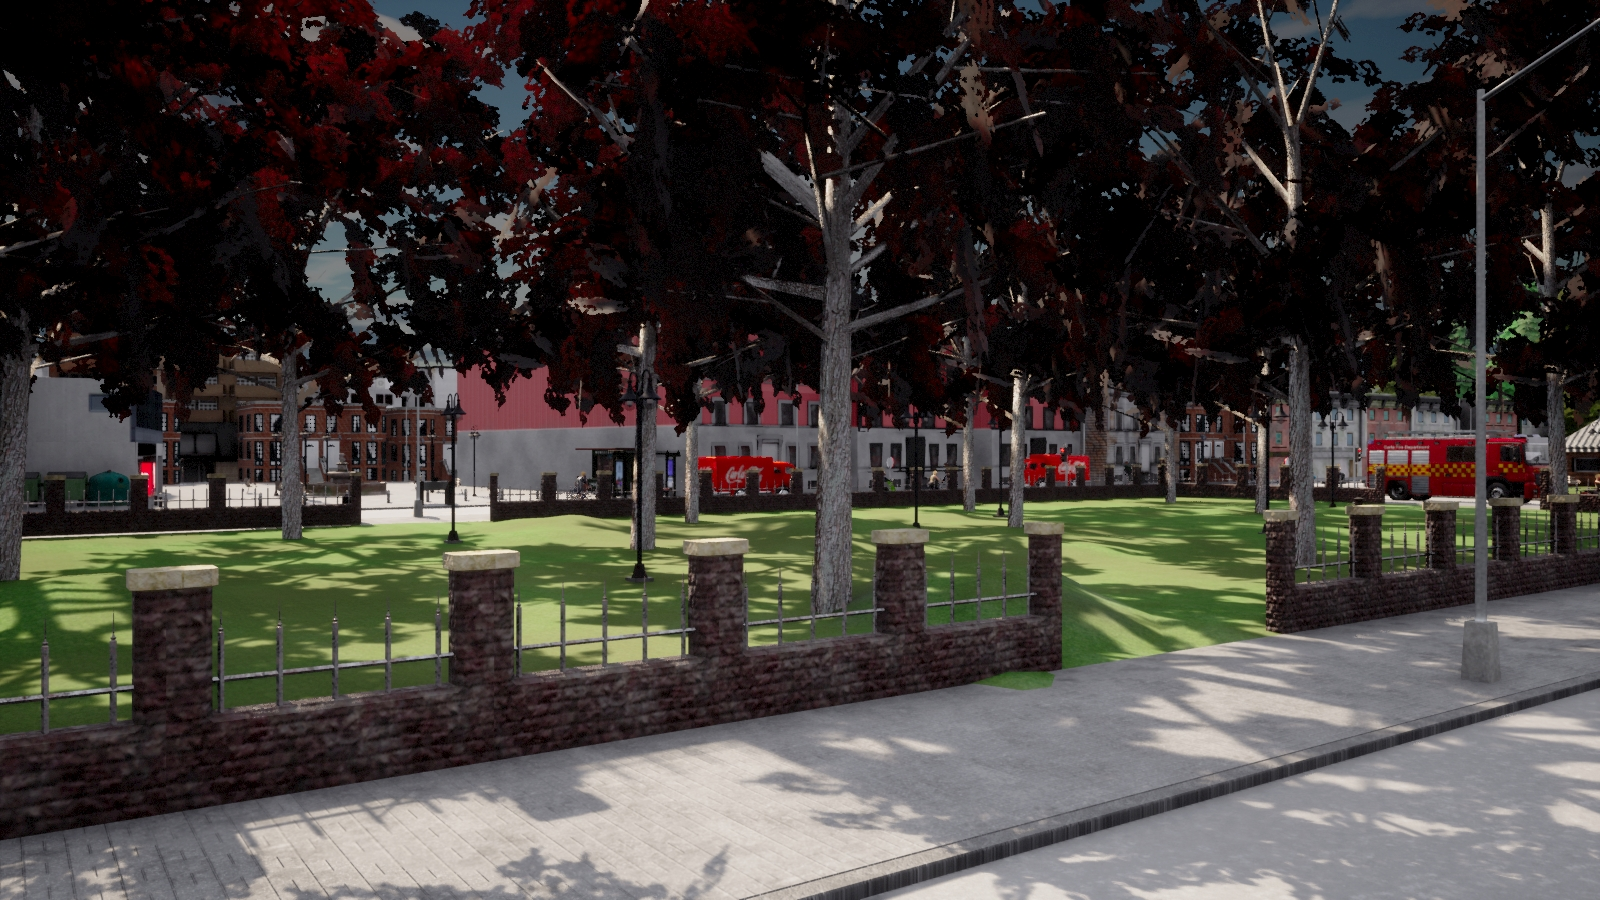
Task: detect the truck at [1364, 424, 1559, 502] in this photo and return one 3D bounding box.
[{"bbox_3d":[34.631,0.645,60.204,2.891,3.827,8.468,0,0,-34],"label":"truck"}]

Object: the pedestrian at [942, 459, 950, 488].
[{"bbox_3d":[9.515,1.506,74.428,0.375,1.860,0.375,0,0,-18],"label":"pedestrian"}]

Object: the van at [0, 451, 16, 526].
[{"bbox_3d":[-30.095,1.315,38.617,5.915,2.561,1.988,0,0,-35],"label":"van"}]

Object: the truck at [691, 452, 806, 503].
[{"bbox_3d":[-2.582,1.335,57.891,5.204,2.467,2.627,0,0,-35],"label":"truck"}]

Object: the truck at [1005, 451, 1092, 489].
[{"bbox_3d":[16.541,1.333,76.064,5.204,2.467,2.627,1,0,-28],"label":"truck"}]
